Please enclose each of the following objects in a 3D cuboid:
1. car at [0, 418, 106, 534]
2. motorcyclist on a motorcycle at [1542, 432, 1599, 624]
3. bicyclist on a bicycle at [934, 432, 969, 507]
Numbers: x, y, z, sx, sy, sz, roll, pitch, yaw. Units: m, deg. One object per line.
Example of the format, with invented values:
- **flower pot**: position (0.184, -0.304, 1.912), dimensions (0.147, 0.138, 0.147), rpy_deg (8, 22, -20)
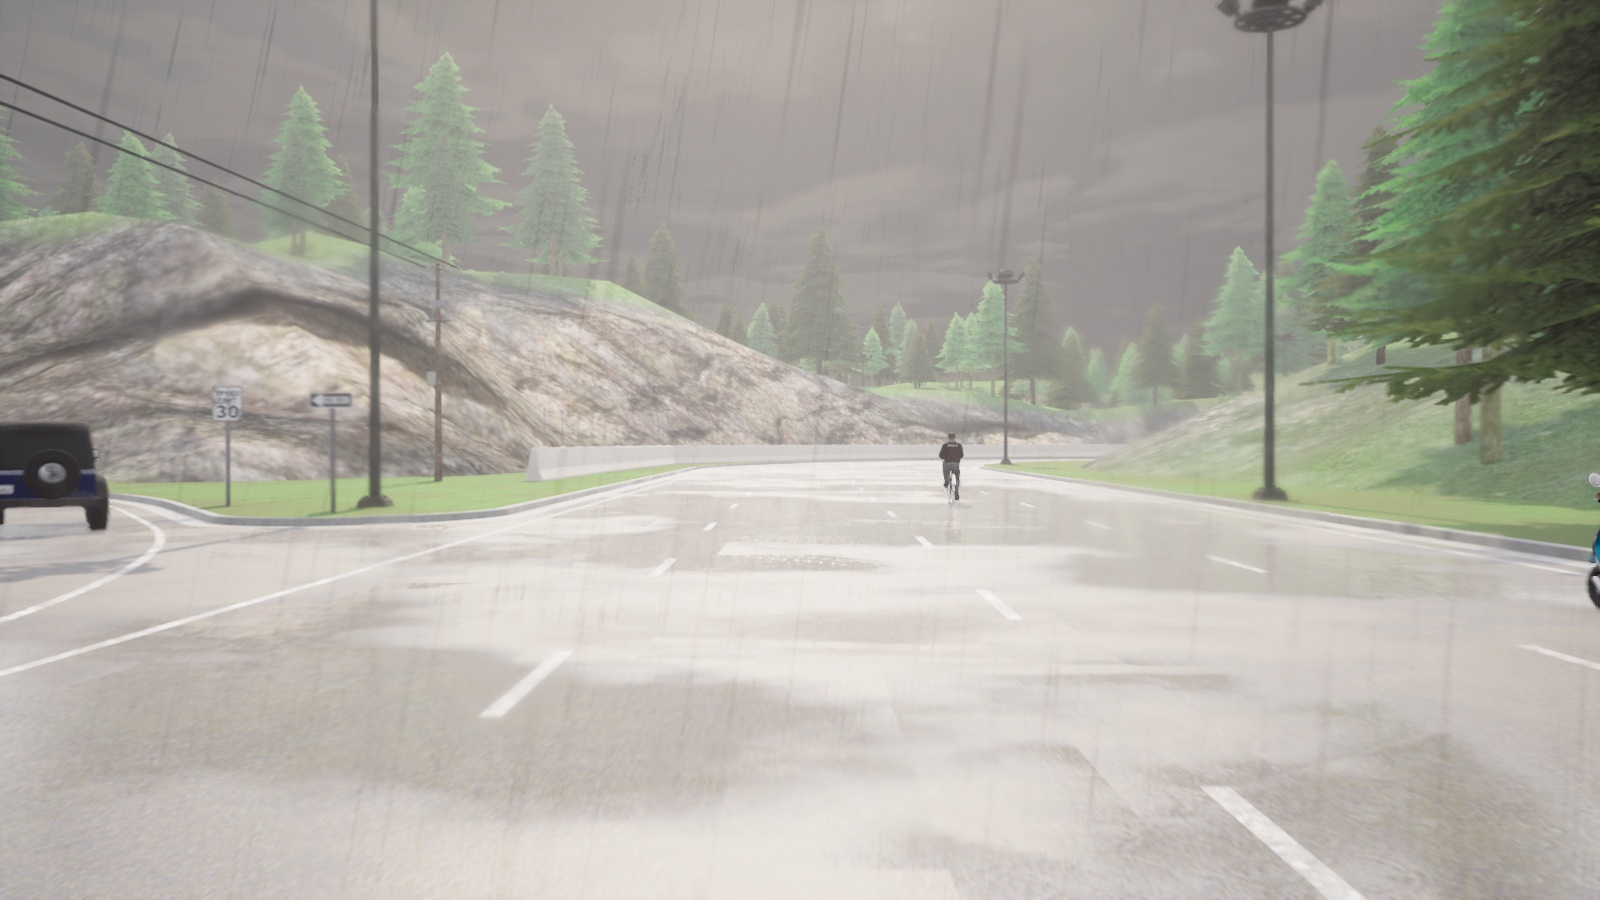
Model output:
- **car**: position (-13.385, 0.408, 22.125), dimensions (1.905, 1.878, 3.866), rpy_deg (0, 0, -31)
- **motorcyclist on a motorcycle**: position (7.075, 0.648, 10.334), dimensions (0.866, 1.590, 1.817), rpy_deg (0, 0, 0)
- **bicyclist on a bicycle**: position (3.691, 0.448, 30.717), dimensions (0.659, 1.776, 1.843), rpy_deg (0, 1, 0)
